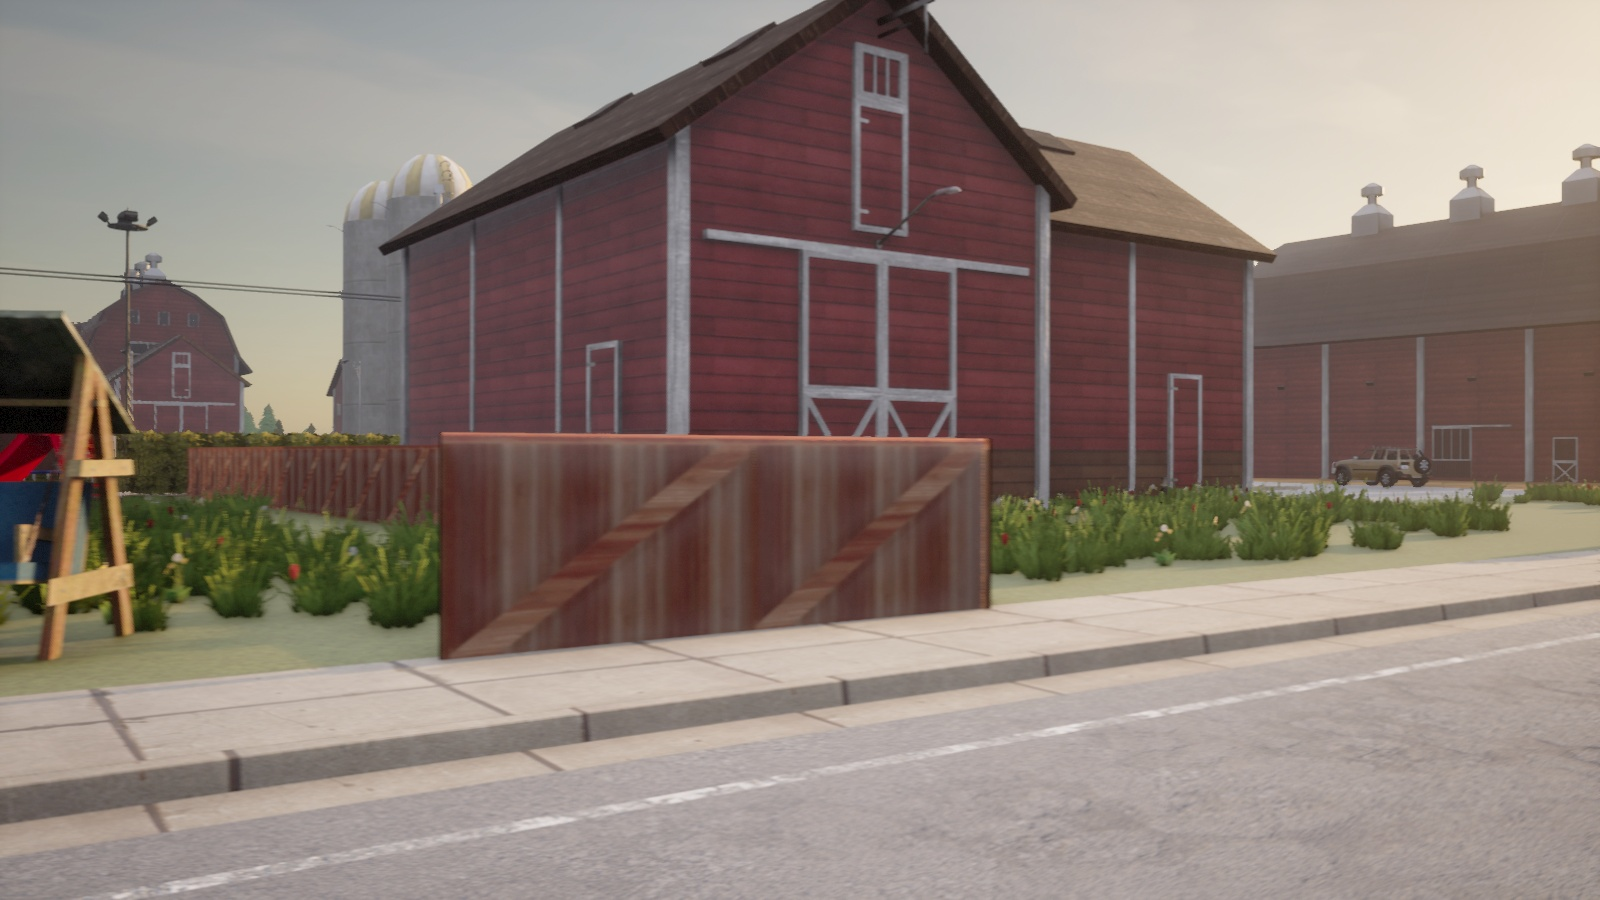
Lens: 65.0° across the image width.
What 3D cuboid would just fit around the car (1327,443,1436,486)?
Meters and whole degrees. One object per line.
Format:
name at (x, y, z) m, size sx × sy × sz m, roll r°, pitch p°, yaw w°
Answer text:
car at (26.178, 0.632, 56.697) m, size 1.932 × 1.855 × 4.605 m, roll 0°, pitch 0°, yaw -16°
